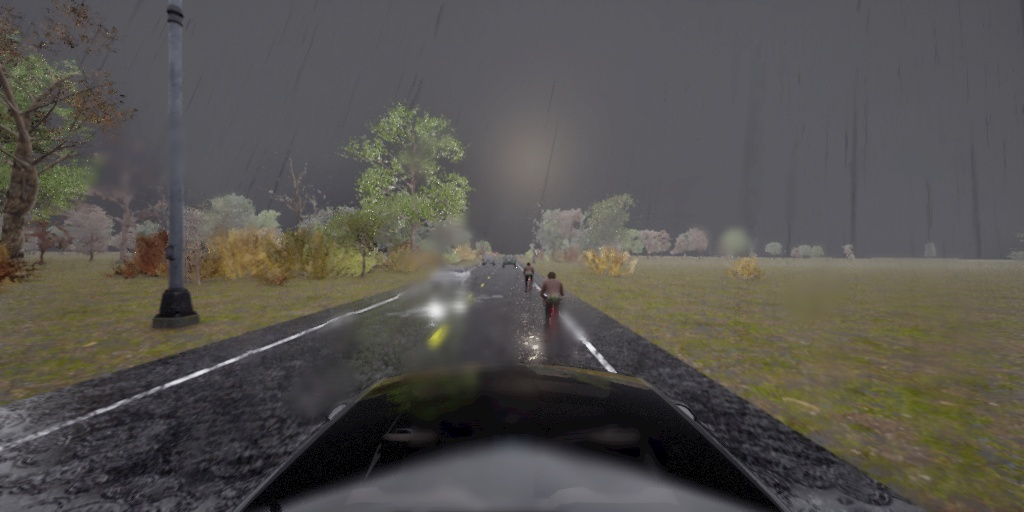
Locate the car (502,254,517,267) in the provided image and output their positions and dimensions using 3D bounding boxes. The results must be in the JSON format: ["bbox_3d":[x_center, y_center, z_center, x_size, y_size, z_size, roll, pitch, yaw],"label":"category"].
[{"bbox_3d":[-0.382,0.733,56.907,2.150,2.045,5.566,0,0,0],"label":"car"}]

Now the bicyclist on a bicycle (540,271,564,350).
[{"bbox_3d":[0.912,1.179,8.036,0.582,1.620,1.656,0,0,-1],"label":"bicyclist on a bicycle"}]

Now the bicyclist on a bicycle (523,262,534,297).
[{"bbox_3d":[0.828,1.141,17.511,0.582,1.620,1.656,0,0,-1],"label":"bicyclist on a bicycle"}]

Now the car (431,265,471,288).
[{"bbox_3d":[-3.779,1.267,22.803,1.895,1.301,4.718,0,0,0],"label":"car"}]

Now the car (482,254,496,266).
[{"bbox_3d":[-4.073,0.703,63.282,2.150,2.045,5.566,0,0,0],"label":"car"}]
